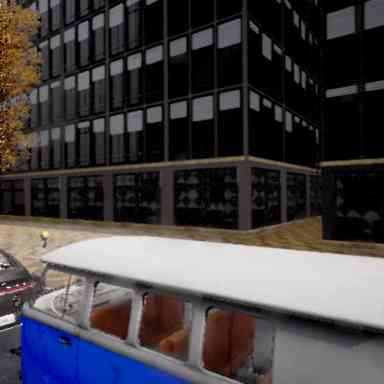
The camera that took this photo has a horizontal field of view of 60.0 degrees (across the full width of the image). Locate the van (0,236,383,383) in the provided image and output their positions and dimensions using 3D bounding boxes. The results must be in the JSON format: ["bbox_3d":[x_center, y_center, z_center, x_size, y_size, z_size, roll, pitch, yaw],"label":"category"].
[{"bbox_3d":[0.170,1.356,2.750,3.998,1.788,1.690,-1,0,35],"label":"van"}]
